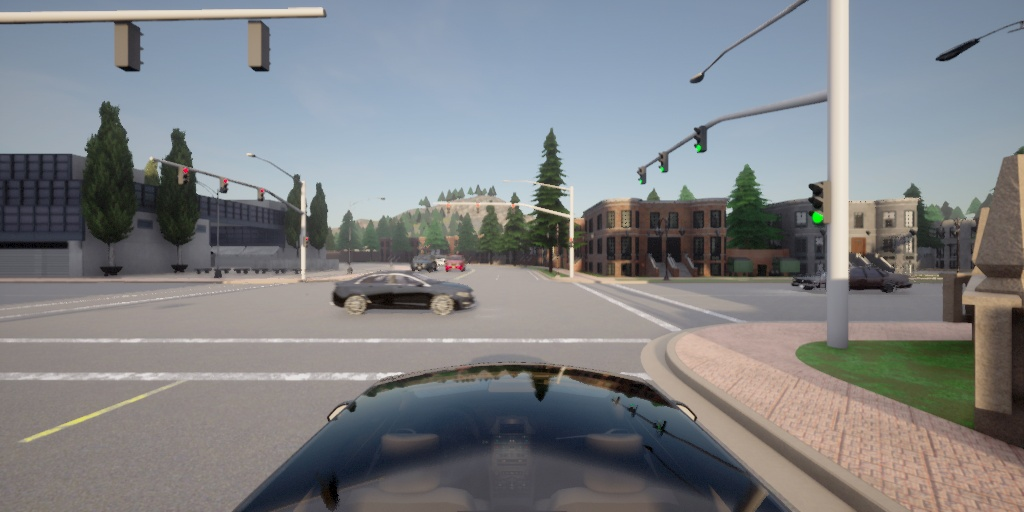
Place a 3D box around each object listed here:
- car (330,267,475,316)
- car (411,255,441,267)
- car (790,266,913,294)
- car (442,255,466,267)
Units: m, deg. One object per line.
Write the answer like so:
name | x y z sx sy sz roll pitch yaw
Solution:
car | -3.771 1.269 12.705 4.902 1.511 2.128 0 0 0
car | -10.316 0.943 42.458 2.150 2.045 5.566 0 0 -2
car | 18.657 1.285 19.801 5.357 1.411 2.033 0 0 0
car | -6.906 0.942 44.139 2.150 2.045 5.566 0 0 -3
